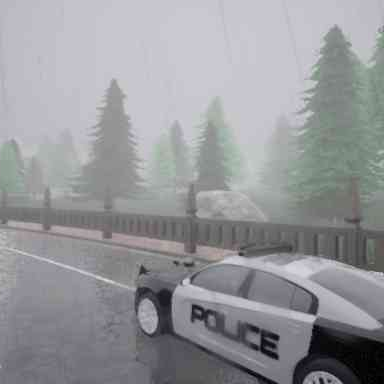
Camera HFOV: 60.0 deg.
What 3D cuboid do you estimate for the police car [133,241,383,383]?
[{"bbox_3d":[0.963,1.575,4.960,1.930,1.638,5.238,2,-2,-42],"label":"police car"}]
